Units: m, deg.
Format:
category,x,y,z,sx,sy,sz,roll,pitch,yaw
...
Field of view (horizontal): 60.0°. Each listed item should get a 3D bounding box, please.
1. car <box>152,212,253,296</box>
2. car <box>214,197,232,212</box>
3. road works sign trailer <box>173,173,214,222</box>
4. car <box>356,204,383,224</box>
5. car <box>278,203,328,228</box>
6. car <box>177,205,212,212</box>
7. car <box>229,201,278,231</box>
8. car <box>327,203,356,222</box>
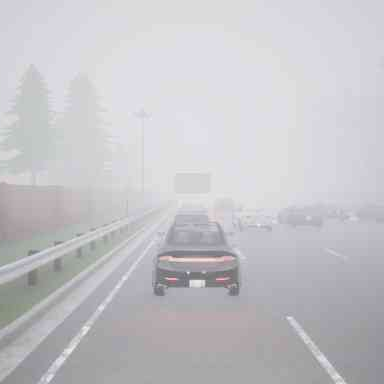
category,x,y,z,sx,sy,sz,roll,pitch,yaw
car,0.096,1.491,8.627,2.128,1.511,4.902,0,0,0
car,3.582,1.352,37.394,2.097,1.767,4.553,0,0,0
road works sign trailer,0.060,0.464,22.973,2.380,3.560,2.880,0,0,-2
car,14.089,1.565,25.114,1.994,1.385,4.181,0,0,0
car,7.090,1.563,22.183,1.994,1.385,4.181,0,0,0
car,0.099,1.474,19.052,1.882,1.535,5.008,0,0,4
car,3.589,1.525,20.235,1.812,1.442,4.674,0,0,0
car,10.586,1.547,26.552,2.033,1.411,5.357,0,0,0
